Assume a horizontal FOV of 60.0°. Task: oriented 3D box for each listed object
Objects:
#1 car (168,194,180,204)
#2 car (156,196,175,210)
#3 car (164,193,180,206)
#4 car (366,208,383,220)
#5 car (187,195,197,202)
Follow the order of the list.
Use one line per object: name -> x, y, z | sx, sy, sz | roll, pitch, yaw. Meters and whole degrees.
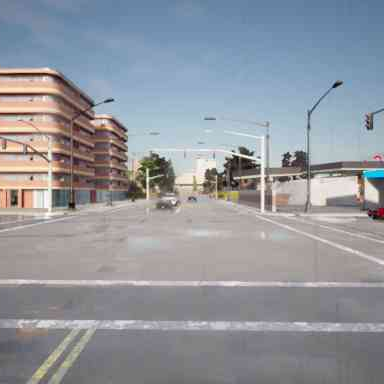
car -> -3.512, 1.353, 64.608 | 2.097, 1.767, 4.553 | 0, 0, 0
car -> -3.575, 1.601, 43.233 | 1.895, 1.301, 4.718 | 0, 0, 0
car -> -3.563, 1.221, 53.256 | 2.150, 2.045, 5.566 | 0, 0, 0
car -> 16.549, 1.601, 26.377 | 4.718, 1.301, 1.895 | 0, 0, 1
car -> 0.039, 1.339, 70.762 | 1.812, 1.442, 4.674 | 0, 0, 0
